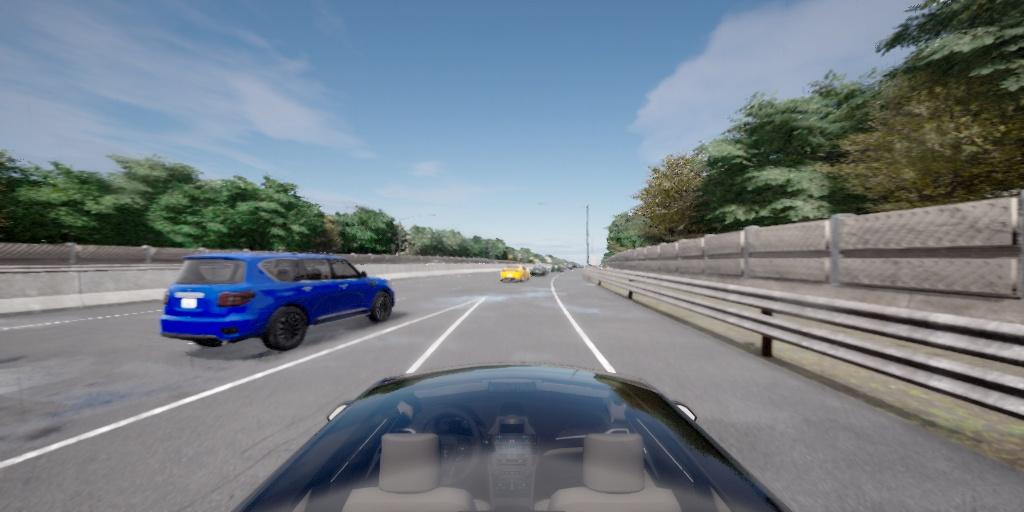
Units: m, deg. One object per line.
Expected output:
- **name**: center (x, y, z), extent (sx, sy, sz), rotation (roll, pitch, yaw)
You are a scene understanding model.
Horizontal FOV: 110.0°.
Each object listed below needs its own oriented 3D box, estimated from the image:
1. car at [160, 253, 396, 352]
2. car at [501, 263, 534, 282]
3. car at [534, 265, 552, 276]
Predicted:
- **car**: center (-5.218, 0.948, 9.088), extent (2.150, 2.045, 5.566), rotation (0, 0, 13)
- **car**: center (0.384, 1.514, 32.547), extent (1.882, 1.535, 5.008), rotation (0, -1, 13)
- **car**: center (3.550, 1.875, 45.842), extent (1.994, 1.385, 4.181), rotation (0, -1, 13)
